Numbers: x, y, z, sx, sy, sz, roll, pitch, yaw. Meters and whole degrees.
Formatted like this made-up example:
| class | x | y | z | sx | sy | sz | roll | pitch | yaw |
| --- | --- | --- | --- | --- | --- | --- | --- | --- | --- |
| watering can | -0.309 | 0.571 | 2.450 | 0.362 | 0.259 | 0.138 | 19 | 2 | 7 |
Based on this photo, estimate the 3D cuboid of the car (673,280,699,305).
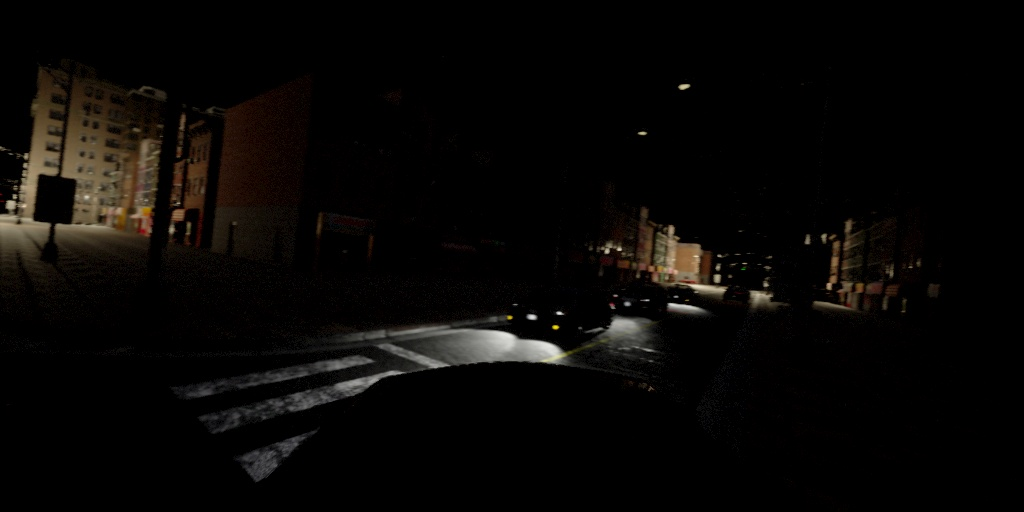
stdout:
| class | x | y | z | sx | sy | sz | roll | pitch | yaw |
| --- | --- | --- | --- | --- | --- | --- | --- | --- | --- |
| car | 12.856 | 2.858 | 27.166 | 1.994 | 1.385 | 4.181 | 5 | -1 | 35 |

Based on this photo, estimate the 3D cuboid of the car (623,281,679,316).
| class | x | y | z | sx | sy | sz | roll | pitch | yaw |
| --- | --- | --- | --- | --- | --- | --- | --- | --- | --- |
| car | 6.678 | 2.068 | 18.296 | 2.128 | 1.511 | 4.902 | 5 | -1 | 35 |

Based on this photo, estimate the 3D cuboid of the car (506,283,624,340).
| class | x | y | z | sx | sy | sz | roll | pitch | yaw |
| --- | --- | --- | --- | --- | --- | --- | --- | --- | --- |
| car | 1.672 | 1.564 | 11.115 | 1.994 | 1.385 | 4.181 | 5 | -1 | 35 |

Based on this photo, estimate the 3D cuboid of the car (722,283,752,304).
| class | x | y | z | sx | sy | sz | roll | pitch | yaw |
| --- | --- | --- | --- | --- | --- | --- | --- | --- | --- |
| car | 22.163 | 3.791 | 35.448 | 1.882 | 1.535 | 5.008 | 5 | -1 | 35 |
